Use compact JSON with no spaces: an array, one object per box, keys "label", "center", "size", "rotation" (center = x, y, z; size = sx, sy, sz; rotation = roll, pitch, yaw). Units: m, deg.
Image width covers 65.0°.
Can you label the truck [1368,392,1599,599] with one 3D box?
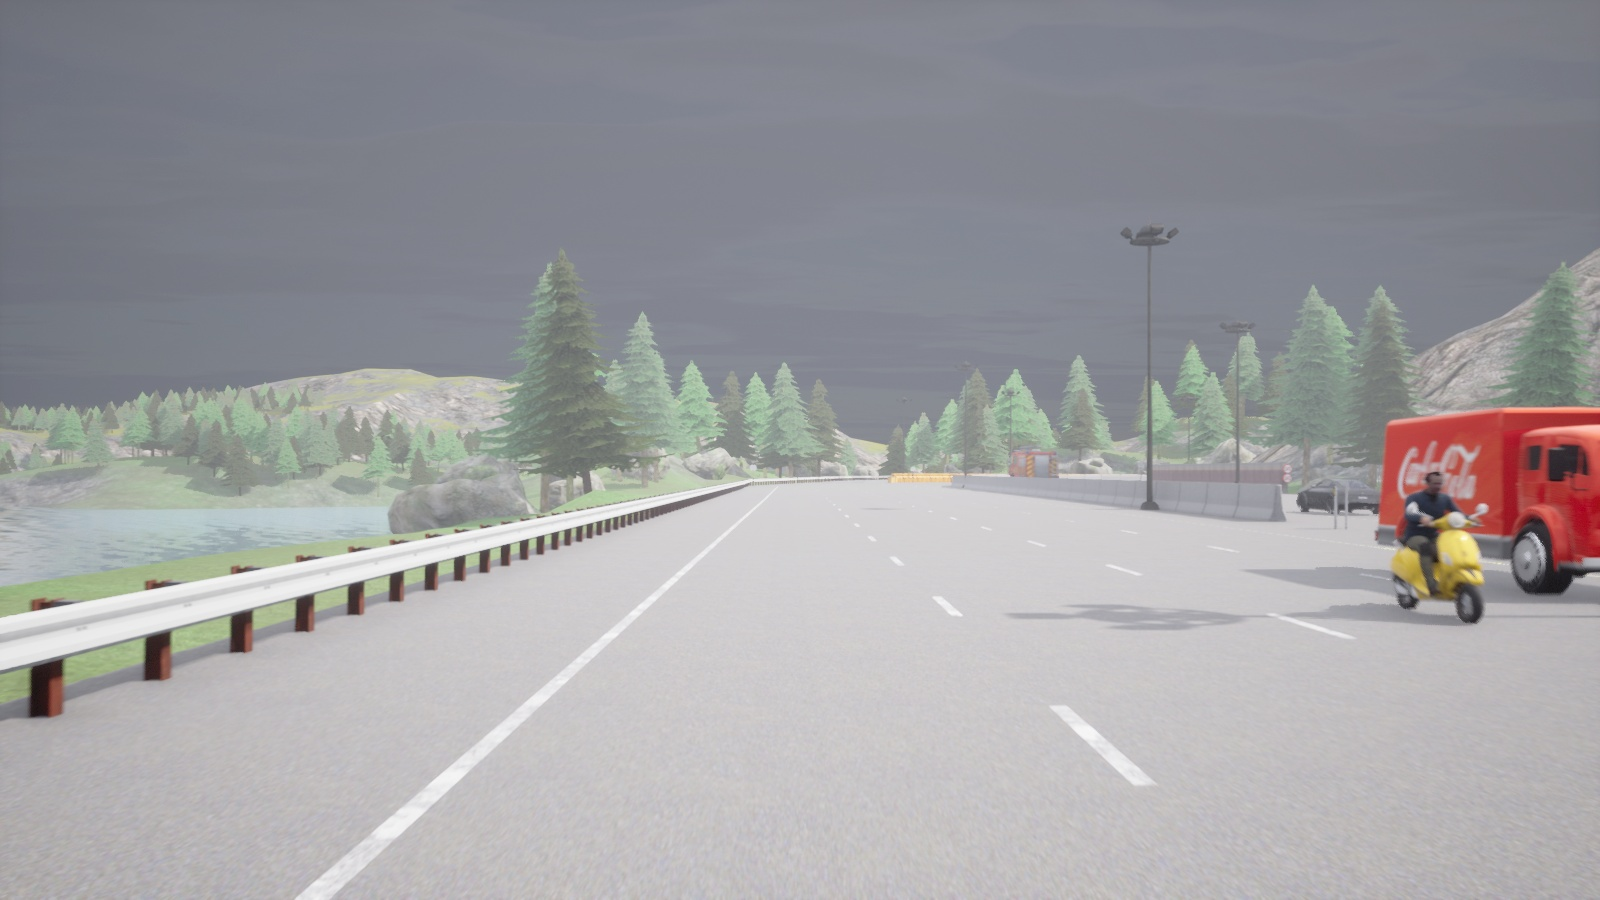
[{"label":"truck","center":[10.457,0.582,17.559],"size":[2.627,2.467,5.204],"rotation":[0,-1,0]}]

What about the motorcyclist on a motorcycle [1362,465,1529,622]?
[{"label":"motorcyclist on a motorcycle","center":[6.968,0.969,13.670],"size":[0.866,1.590,1.817],"rotation":[0,-1,0]}]

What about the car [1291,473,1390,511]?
[{"label":"car","center":[20.886,1.611,48.709],"size":[1.994,1.385,4.181],"rotation":[0,-1,0]}]

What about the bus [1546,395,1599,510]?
[{"label":"bus","center":[31.389,0.054,44.289],"size":[3.944,4.253,10.273],"rotation":[0,-1,0]}]
